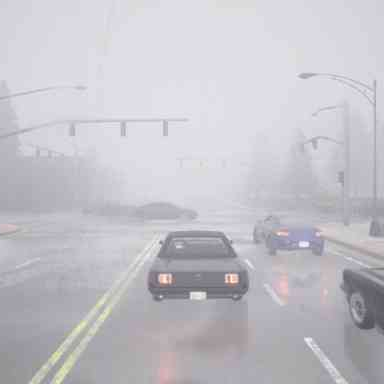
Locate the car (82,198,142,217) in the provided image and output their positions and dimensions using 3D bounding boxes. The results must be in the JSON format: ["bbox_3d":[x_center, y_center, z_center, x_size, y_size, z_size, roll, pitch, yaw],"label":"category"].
[{"bbox_3d":[-7.591,1.477,30.945,5.008,1.535,1.882,0,1,-20],"label":"car"}]

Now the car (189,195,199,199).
[{"bbox_3d":[0.364,1.501,73.789,1.837,1.490,4.892,0,0,0],"label":"car"}]

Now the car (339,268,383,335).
[{"bbox_3d":[3.615,1.601,3.968,1.895,1.301,4.718,0,0,0],"label":"car"}]

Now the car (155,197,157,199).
[{"bbox_3d":[-6.815,1.564,57.395,1.994,1.385,4.181,0,0,0],"label":"car"}]

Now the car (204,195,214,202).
[{"bbox_3d":[3.864,1.355,74.956,2.097,1.767,4.553,0,0,0],"label":"car"}]

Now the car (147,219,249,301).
[{"bbox_3d":[0.103,1.601,8.281,1.895,1.301,4.718,0,0,0],"label":"car"}]

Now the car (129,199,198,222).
[{"bbox_3d":[-2.016,1.504,25.673,4.892,1.490,1.837,0,0,2],"label":"car"}]

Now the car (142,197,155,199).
[{"bbox_3d":[-6.872,1.526,47.371,1.812,1.442,4.674,0,0,0],"label":"car"}]

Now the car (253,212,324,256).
[{"bbox_3d":[3.643,1.526,13.071,1.812,1.442,4.674,0,0,0],"label":"car"}]

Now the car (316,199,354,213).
[{"bbox_3d":[16.095,1.478,36.046,5.008,1.535,1.882,0,0,0],"label":"car"}]

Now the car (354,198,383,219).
[{"bbox_3d":[17.077,1.352,28.848,4.553,1.767,2.097,0,0,0],"label":"car"}]
